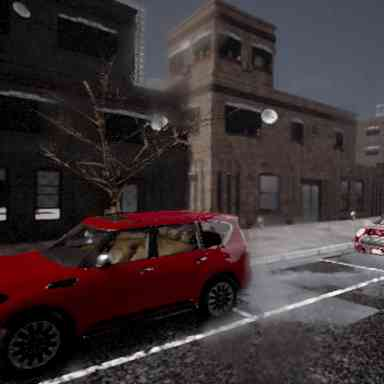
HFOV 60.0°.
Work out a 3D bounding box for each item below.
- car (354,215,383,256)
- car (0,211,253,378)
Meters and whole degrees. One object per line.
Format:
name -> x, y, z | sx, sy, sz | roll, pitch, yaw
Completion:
car -> 7.666, 1.418, 12.009 | 4.097, 1.590, 1.967 | 0, 1, -35
car -> -1.137, 1.311, 5.726 | 5.009, 1.841, 2.192 | 0, 1, -35
